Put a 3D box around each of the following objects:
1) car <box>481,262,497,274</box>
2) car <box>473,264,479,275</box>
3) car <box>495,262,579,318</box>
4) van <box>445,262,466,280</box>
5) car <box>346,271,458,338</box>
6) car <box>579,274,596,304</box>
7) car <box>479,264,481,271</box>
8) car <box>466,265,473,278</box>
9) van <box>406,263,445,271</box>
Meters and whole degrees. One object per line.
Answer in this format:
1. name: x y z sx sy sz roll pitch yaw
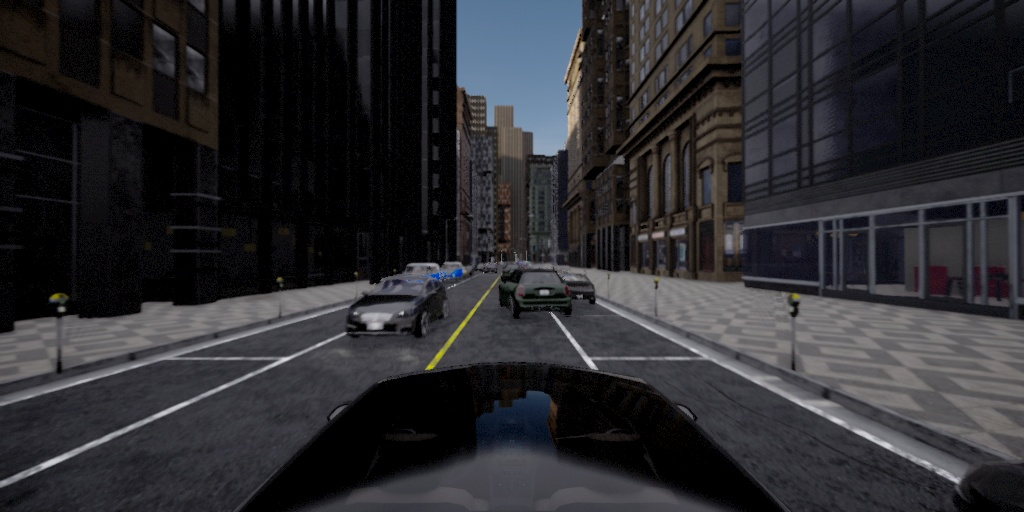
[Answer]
1. car: -3.032 1.979 53.492 2.033 1.411 5.357 0 -1 0
2. car: -5.695 1.846 45.460 1.948 1.339 4.313 0 0 0
3. car: 0.738 1.251 13.982 2.097 1.767 4.553 0 -1 -9
4. van: -5.688 1.484 34.163 1.690 1.789 3.998 0 0 0
5. car: -3.104 1.350 10.591 2.128 1.511 4.902 0 -1 0
6. car: 2.848 1.488 17.230 2.007 1.370 4.403 0 0 0
7. car: -5.706 2.054 62.405 1.948 1.339 4.313 0 0 0
8. car: -5.691 1.737 39.642 1.751 1.417 4.829 0 0 0
9. van: -5.681 1.347 22.867 1.690 1.789 3.998 0 0 0
